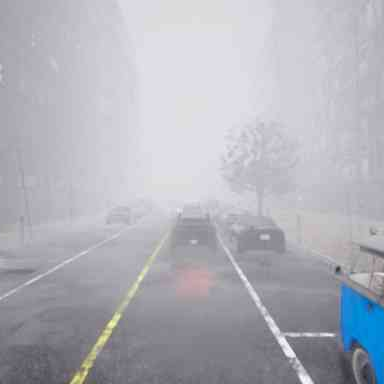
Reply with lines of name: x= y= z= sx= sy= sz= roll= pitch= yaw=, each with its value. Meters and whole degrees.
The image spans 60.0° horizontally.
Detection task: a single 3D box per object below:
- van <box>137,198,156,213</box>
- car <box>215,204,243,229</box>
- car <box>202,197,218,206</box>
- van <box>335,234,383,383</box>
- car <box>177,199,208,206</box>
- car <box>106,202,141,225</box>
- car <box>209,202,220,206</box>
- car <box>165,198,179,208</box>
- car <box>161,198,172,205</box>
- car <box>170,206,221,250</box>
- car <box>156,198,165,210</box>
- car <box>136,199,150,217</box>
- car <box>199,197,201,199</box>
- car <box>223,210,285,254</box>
van: x=-5.294 y=1.539 z=36.661 sx=1.690 sy=1.788 sz=3.998 roll=1 pitch=0 yaw=0
car: x=2.580 y=1.650 z=19.448 sx=1.887 sy=1.381 sz=4.507 roll=1 pitch=0 yaw=0
car: x=2.586 y=1.666 z=42.059 sx=1.967 sy=1.590 sz=4.097 roll=1 pitch=0 yaw=0
van: x=2.579 y=1.356 z=2.492 sx=1.690 sy=1.788 sz=3.998 roll=1 pitch=0 yaw=0
car: x=0.077 y=1.653 z=29.607 sx=2.128 sy=1.511 sz=4.902 roll=0 pitch=0 yaw=0
car: x=-5.300 y=1.719 z=25.367 sx=1.802 sy=1.307 sz=4.206 roll=1 pitch=0 yaw=0
car: x=2.580 y=1.702 z=25.101 sx=1.947 sy=1.339 sz=4.313 roll=1 pitch=0 yaw=0
car: x=-2.818 y=1.882 z=52.367 sx=1.895 sy=1.301 sz=4.718 roll=0 pitch=0 yaw=0
car: x=-5.290 y=1.928 z=70.539 sx=2.008 sy=1.369 sz=4.403 roll=1 pitch=0 yaw=0
car: x=0.073 y=1.585 z=14.636 sx=1.837 sy=1.490 sz=4.892 roll=0 pitch=0 yaw=0
car: x=-5.295 y=1.839 z=47.953 sx=1.802 sy=1.307 sz=4.206 roll=1 pitch=0 yaw=0
car: x=-5.298 y=1.692 z=30.843 sx=1.752 sy=1.417 sz=4.829 roll=1 pitch=0 yaw=0
car: x=2.763 y=1.835 z=61.516 sx=1.837 sy=1.490 sz=4.892 roll=0 pitch=0 yaw=0
car: x=2.578 y=1.641 z=13.796 sx=1.947 sy=1.339 sz=4.313 roll=1 pitch=0 yaw=0
